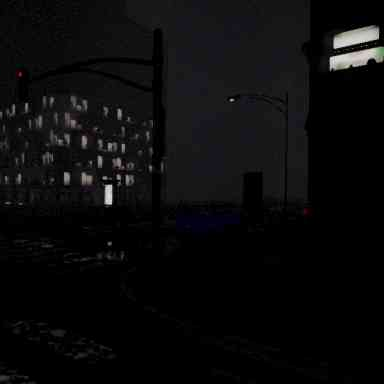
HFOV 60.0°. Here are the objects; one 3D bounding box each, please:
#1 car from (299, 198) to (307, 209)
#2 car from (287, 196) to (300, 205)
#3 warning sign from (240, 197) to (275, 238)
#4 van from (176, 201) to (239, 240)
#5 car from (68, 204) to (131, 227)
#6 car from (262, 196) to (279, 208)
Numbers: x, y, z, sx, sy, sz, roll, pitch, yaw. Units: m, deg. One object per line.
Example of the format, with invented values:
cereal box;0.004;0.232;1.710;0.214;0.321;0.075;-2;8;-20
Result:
car;15.651;1.442;42.301;1.837;1.490;4.892;1;1;36
car;16.408;1.363;53.257;1.752;1.417;4.829;1;1;35
warning sign;3.174;1.177;16.082;1.300;1.860;1.060;1;1;35
van;0.893;1.368;16.976;1.690;1.788;3.998;1;1;35
car;-5.939;1.467;21.836;1.947;1.339;4.313;1;1;35
car;10.094;1.293;44.377;1.967;1.590;4.097;1;1;35
